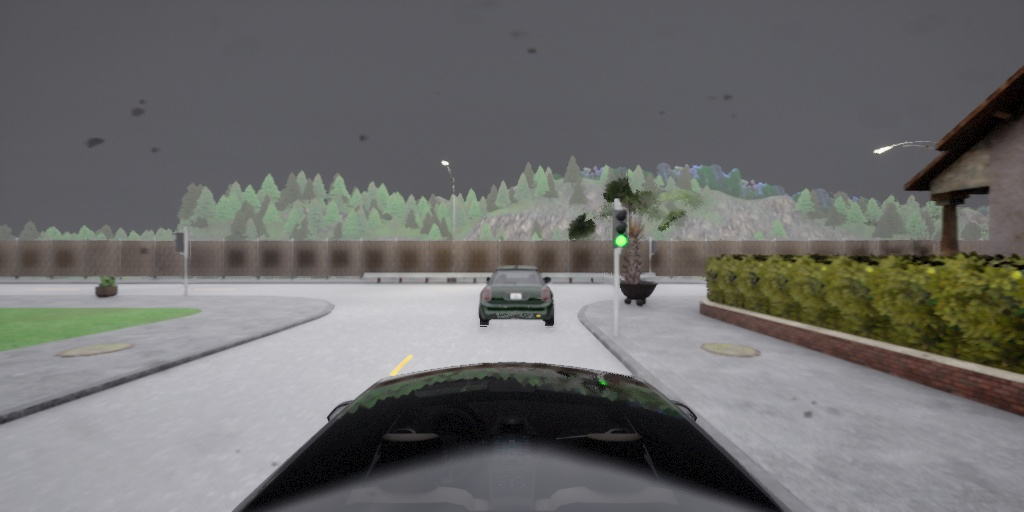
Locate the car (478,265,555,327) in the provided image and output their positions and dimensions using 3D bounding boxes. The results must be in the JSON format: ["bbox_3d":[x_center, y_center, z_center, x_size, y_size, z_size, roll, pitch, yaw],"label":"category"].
[{"bbox_3d":[0.206,1.079,11.625,2.097,1.767,4.553,0,0,3],"label":"car"}]
